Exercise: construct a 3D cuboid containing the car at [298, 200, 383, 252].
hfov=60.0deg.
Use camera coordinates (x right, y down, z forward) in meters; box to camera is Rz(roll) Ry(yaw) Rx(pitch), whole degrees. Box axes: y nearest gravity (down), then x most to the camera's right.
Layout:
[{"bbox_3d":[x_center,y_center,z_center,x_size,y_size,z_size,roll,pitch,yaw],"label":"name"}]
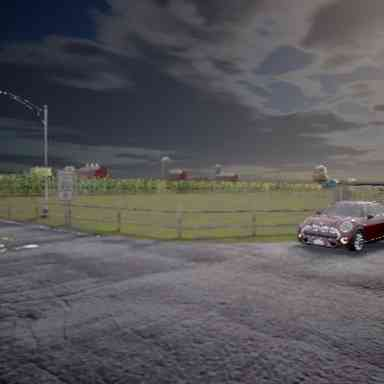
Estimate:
[{"bbox_3d":[6.162,1.160,13.122,4.553,1.767,2.097,0,1,-40],"label":"car"}]
